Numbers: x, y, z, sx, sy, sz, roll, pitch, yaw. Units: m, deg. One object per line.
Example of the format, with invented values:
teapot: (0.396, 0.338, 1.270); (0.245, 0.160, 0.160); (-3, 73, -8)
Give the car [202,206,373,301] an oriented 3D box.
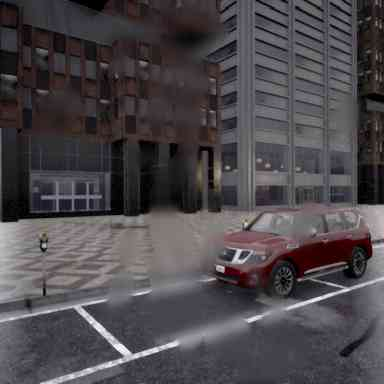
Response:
car: (2.651, 1.314, 8.540); (5.009, 1.841, 2.192); (0, 0, -35)
